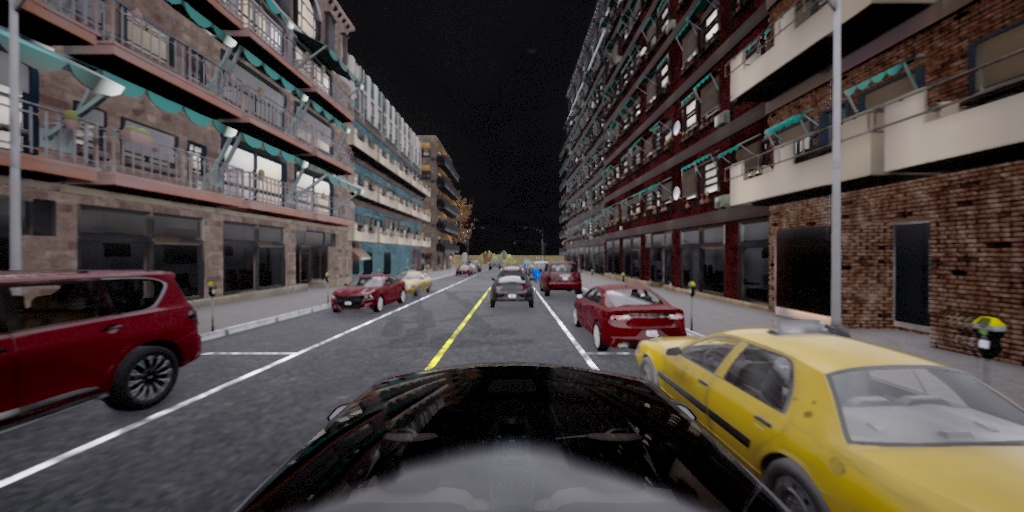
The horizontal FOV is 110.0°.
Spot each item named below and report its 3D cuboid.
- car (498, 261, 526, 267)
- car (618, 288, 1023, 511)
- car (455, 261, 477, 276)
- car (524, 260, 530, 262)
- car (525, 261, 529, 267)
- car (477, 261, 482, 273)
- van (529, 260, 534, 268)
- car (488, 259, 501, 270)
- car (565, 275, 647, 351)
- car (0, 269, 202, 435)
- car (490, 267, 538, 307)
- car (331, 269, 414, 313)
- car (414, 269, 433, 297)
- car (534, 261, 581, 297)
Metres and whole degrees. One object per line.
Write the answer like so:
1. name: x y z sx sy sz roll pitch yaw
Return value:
1. car: 0.011 1.502 31.338 1.882 1.535 5.008 0 0 0
2. car: 2.690 1.291 3.600 1.751 1.417 4.829 0 0 0
3. car: -5.683 1.672 43.036 1.888 1.381 4.507 0 0 0
4. car: 2.699 1.615 48.749 1.967 1.591 4.097 0 0 0
5. car: 2.698 1.677 43.084 2.007 1.370 4.403 0 0 0
6. car: -5.682 1.725 48.702 2.007 1.370 4.403 0 0 0
7. van: 2.696 1.368 31.753 1.690 1.789 3.998 0 0 0
8. car: -3.028 1.533 65.093 2.150 2.045 5.566 0 0 1
9. car: 2.691 1.365 9.094 1.888 1.381 4.507 0 0 0
10. car: -5.691 1.080 3.378 2.192 1.841 5.009 0 0 0
11. car: 0.007 1.412 16.249 1.812 1.442 4.674 0 0 0
12. car: -5.689 1.417 14.709 1.888 1.381 4.507 0 0 0
13. car: -5.688 1.450 20.205 1.751 1.417 4.829 0 0 0
14. car: 2.693 1.240 20.424 2.192 1.841 5.009 0 0 0
